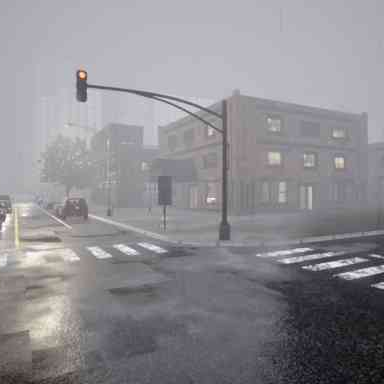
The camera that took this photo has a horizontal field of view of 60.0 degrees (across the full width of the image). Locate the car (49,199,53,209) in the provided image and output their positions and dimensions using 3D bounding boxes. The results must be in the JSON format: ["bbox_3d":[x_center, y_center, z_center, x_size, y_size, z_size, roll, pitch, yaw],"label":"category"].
[{"bbox_3d":[-12.694,1.586,32.970,1.947,1.339,4.313,0,0,-28],"label":"car"}]

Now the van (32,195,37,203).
[{"bbox_3d":[-30.841,1.418,67.126,1.690,1.788,3.998,0,0,-28],"label":"van"}]

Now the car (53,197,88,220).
[{"bbox_3d":[-10.101,1.330,28.090,2.192,1.841,5.009,0,0,-28],"label":"car"}]

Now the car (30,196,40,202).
[{"bbox_3d":[-38.618,1.679,81.764,1.947,1.339,4.313,0,0,-28],"label":"car"}]

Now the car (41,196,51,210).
[{"bbox_3d":[-17.879,1.597,42.729,1.947,1.339,4.313,0,0,-28],"label":"car"}]

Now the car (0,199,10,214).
[{"bbox_3d":[-15.602,1.541,26.170,1.812,1.442,4.674,0,0,-28],"label":"car"}]

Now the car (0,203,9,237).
[{"bbox_3d":[-11.192,1.555,17.818,2.033,1.411,5.357,0,0,-28],"label":"car"}]

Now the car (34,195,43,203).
[{"bbox_3d":[-25.656,1.638,57.366,1.802,1.307,4.206,0,0,-28],"label":"car"}]

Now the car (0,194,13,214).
[{"bbox_3d":[-20.518,1.247,35.567,2.150,2.045,5.566,0,0,-28],"label":"car"}]

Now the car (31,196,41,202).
[{"bbox_3d":[-36.025,1.683,76.884,1.802,1.307,4.206,0,0,-28],"label":"car"}]

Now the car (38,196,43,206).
[{"bbox_3d":[-20.471,1.590,47.608,2.008,1.369,4.403,0,0,-28],"label":"car"}]
